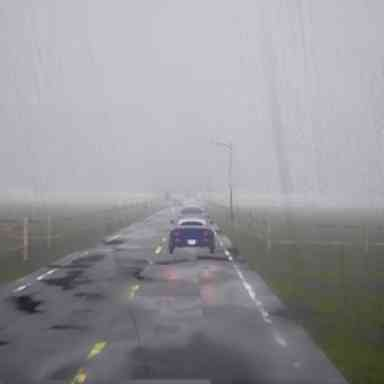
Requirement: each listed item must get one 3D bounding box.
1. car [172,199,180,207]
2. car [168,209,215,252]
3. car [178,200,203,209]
[{"bbox_3d":[-2.799,2.164,64.751,1.812,1.442,4.674,0,-1,0],"label":"car"},{"bbox_3d":[0.000,1.664,14.393,1.812,1.442,4.674,0,0,0],"label":"car"},{"bbox_3d":[-0.004,1.762,29.485,1.882,1.535,5.008,0,0,0],"label":"car"}]
